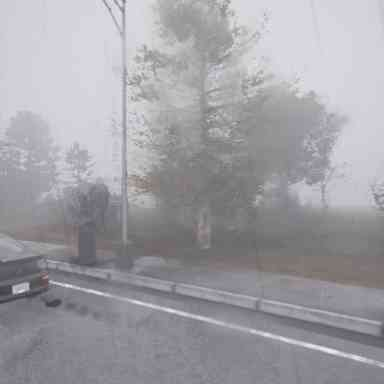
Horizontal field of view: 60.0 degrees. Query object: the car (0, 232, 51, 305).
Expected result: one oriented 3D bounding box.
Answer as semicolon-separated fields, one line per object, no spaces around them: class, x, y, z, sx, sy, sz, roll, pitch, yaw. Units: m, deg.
car;-4.922;1.489;6.954;4.674;1.442;1.812;0;0;31
